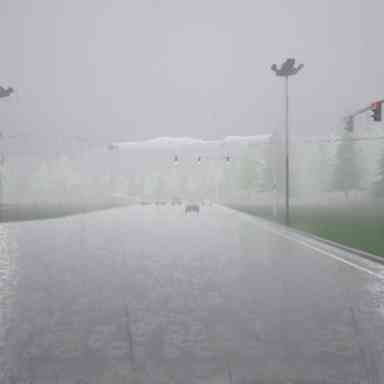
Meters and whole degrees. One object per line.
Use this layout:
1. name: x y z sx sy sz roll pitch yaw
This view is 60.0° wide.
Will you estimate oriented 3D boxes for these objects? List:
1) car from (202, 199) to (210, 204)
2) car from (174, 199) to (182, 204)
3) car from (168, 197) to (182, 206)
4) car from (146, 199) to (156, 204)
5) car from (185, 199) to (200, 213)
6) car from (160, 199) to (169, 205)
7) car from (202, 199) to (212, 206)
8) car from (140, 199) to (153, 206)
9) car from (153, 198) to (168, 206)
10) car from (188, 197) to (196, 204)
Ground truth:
1. car: 3.496 2.446 85.324 1.994 1.385 4.181 0 -1 0
2. car: -3.504 2.449 85.324 1.994 1.385 4.181 0 -1 0
3. car: -3.504 2.060 74.862 2.150 2.045 5.566 0 -1 0
4. car: -10.504 2.452 85.324 1.994 1.385 4.181 0 -1 0
5. car: -0.002 2.029 45.095 1.812 1.442 4.674 0 -1 0
6. car: -7.004 2.439 85.325 2.033 1.411 5.357 0 -1 0
7. car: 3.496 2.360 75.062 1.812 1.442 4.674 0 -1 0
8. car: -10.504 2.433 75.151 1.895 1.301 4.718 0 -1 0
9. car: -7.004 2.194 75.270 2.097 1.767 4.553 0 -1 0
10. car: -0.004 2.249 85.296 2.097 1.767 4.553 0 -1 0
